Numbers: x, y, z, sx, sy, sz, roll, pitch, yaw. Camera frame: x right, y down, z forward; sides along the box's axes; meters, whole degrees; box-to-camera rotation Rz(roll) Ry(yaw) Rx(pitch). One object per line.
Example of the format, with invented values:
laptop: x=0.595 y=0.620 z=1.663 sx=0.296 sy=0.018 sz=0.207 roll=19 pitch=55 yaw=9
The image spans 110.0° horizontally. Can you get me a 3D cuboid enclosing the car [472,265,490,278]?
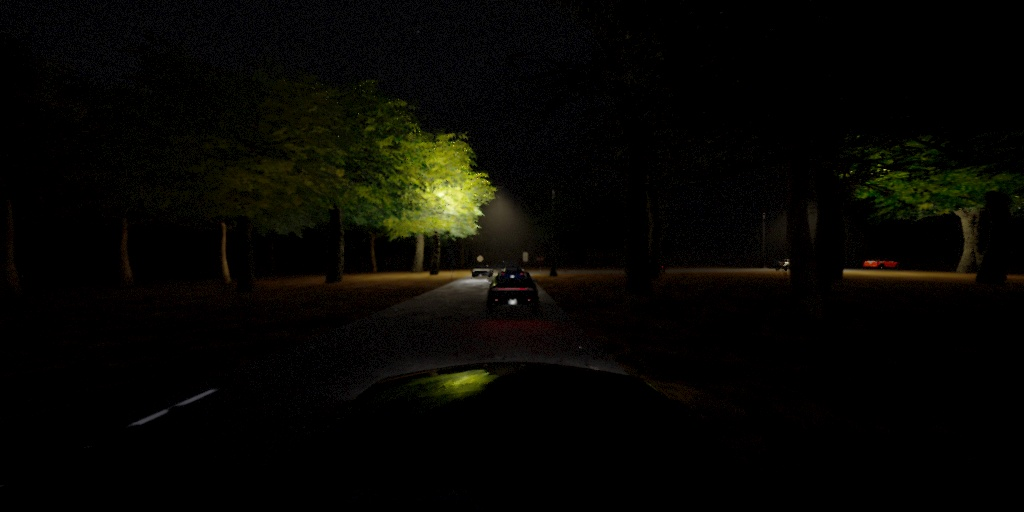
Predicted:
car: x=-3.047 y=1.601 z=37.258 sx=1.895 sy=1.301 sz=4.718 roll=0 pitch=0 yaw=0

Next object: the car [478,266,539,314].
car: x=0.041 y=1.340 z=14.333 sx=2.128 sy=1.511 sz=4.902 roll=0 pitch=0 yaw=0

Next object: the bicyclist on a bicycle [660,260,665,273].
bicyclist on a bicycle: x=18.529 y=1.345 z=44.449 sx=0.582 sy=1.620 sz=1.656 roll=-1 pitch=-1 yaw=0

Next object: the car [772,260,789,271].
car: x=37.887 y=1.196 z=48.654 sx=4.674 sy=1.442 sz=1.812 roll=0 pitch=1 yaw=-6
